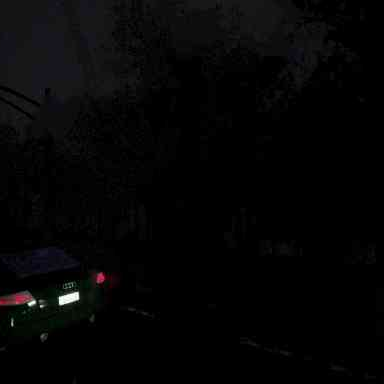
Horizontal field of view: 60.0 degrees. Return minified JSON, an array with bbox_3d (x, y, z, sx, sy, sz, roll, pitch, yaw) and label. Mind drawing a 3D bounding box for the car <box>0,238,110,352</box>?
[{"bbox_3d":[-3.479,1.564,6.146,4.181,1.385,1.994,0,0,35],"label":"car"}]
